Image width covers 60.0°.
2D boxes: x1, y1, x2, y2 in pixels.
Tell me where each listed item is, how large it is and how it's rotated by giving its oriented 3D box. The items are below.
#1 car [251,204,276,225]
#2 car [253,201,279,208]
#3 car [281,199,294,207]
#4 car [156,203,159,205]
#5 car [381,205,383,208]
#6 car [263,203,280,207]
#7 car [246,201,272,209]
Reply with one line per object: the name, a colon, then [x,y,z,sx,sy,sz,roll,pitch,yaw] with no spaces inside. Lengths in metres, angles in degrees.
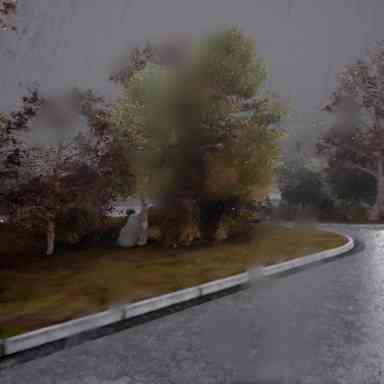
car: [3.816,1.959,27.358,2.033,1.411,5.357,3,-4,-43]
car: [16.433,2.767,74.234,1.946,1.575,5.366,1,-2,-43]
car: [20.468,2.634,78.296,2.435,2.045,5.566,2,-2,-43]
car: [-5.192,2.509,54.286,2.185,1.767,4.553,0,-1,-43]
car: [46.442,3.346,77.067,1.895,1.301,4.718,3,-3,-39]
car: [10.865,2.524,53.819,2.150,2.045,5.566,3,-4,-43]
car: [14.487,2.725,72.419,1.946,1.575,5.366,1,-1,-43]
